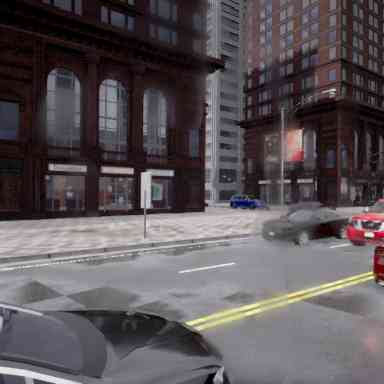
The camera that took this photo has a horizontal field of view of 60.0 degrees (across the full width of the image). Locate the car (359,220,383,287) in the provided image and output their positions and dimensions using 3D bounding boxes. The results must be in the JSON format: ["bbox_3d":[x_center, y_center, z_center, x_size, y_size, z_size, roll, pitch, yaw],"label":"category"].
[{"bbox_3d":[6.285,1.489,7.913,5.008,1.535,1.882,0,0,-35],"label":"car"}]

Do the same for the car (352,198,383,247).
[{"bbox_3d":[8.829,1.247,13.956,5.566,2.045,2.150,0,0,-35],"label":"car"}]

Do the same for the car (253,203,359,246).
[{"bbox_3d":[5.406,1.497,15.511,5.008,1.535,1.882,0,0,-35],"label":"car"}]

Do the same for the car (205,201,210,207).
[{"bbox_3d":[1.024,1.840,54.593,1.994,1.385,4.181,1,-1,-36],"label":"car"}]

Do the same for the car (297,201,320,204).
[{"bbox_3d":[13.421,1.726,37.136,2.033,1.411,5.357,1,-1,-35],"label":"car"}]

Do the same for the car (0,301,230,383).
[{"bbox_3d":[-1.888,1.491,2.097,4.902,1.511,2.128,0,0,-35],"label":"car"}]

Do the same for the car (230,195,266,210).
[{"bbox_3d":[7.544,1.446,45.415,2.150,2.045,5.566,1,-1,-35],"label":"car"}]
